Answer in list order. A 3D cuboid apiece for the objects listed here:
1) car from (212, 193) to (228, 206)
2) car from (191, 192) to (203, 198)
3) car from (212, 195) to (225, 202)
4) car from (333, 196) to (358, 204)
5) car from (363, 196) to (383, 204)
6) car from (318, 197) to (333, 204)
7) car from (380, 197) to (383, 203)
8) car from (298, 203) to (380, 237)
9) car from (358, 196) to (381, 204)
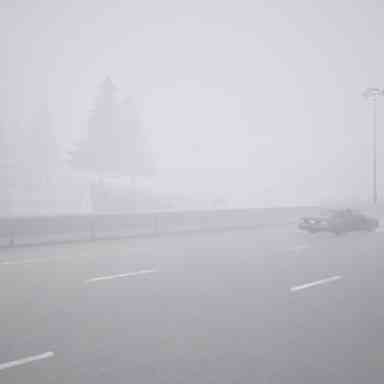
[{"bbox_3d":[4.834,1.223,56.423,2.150,2.045,5.566,0,0,14],"label":"car"},{"bbox_3d":[1.162,0.752,89.382,1.895,1.301,4.718,0,3,-27],"label":"car"},{"bbox_3d":[5.919,1.386,73.898,1.837,1.490,4.892,0,1,-8],"label":"car"},{"bbox_3d":[24.514,1.355,51.529,4.553,1.767,2.097,0,0,-35],"label":"car"},{"bbox_3d":[34.400,1.527,62.813,4.674,1.442,1.812,0,0,-36],"label":"car"},{"bbox_3d":[22.417,1.566,54.329,4.181,1.385,1.994,0,0,-35],"label":"car"},{"bbox_3d":[28.672,1.550,45.898,5.357,1.411,2.033,0,0,-35],"label":"car"},{"bbox_3d":[8.051,1.548,18.093,5.357,1.411,2.033,0,0,-35],"label":"car"},{"bbox_3d":[26.955,1.507,48.972,4.892,1.490,1.837,0,0,-35],"label":"car"}]
